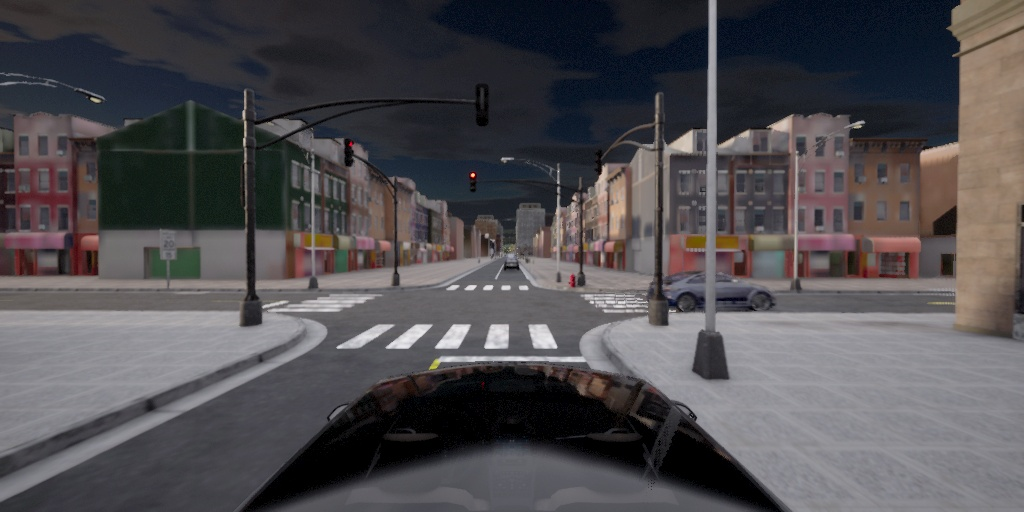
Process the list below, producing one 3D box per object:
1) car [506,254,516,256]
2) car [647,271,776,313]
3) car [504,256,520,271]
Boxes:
[{"bbox_3d":[-0.078,0.836,46.674,1.751,1.417,4.829,0,0,0],"label":"car"},{"bbox_3d":[7.175,1.234,13.090,4.181,1.385,1.994,0,1,-5],"label":"car"},{"bbox_3d":[-0.051,0.931,40.899,1.948,1.339,4.313,0,0,0],"label":"car"}]
